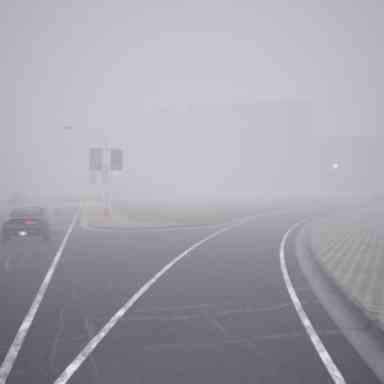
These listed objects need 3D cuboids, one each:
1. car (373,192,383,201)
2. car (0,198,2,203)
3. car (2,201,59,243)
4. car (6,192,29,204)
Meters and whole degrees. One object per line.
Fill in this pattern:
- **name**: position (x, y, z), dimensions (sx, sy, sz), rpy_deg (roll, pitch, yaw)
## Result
- **car**: position (27.736, 0.633, 47.199), dimensions (4.718, 1.301, 1.895), rpy_deg (-2, 3, -35)
- **car**: position (-26.501, 1.109, 43.497), dimensions (1.895, 1.301, 4.718), rpy_deg (0, 1, -17)
- **car**: position (-7.490, 1.398, 15.653), dimensions (1.837, 1.490, 4.892), rpy_deg (0, 0, -17)
- **car**: position (-23.606, 0.863, 45.092), dimensions (2.097, 1.767, 4.553), rpy_deg (0, 1, -17)
